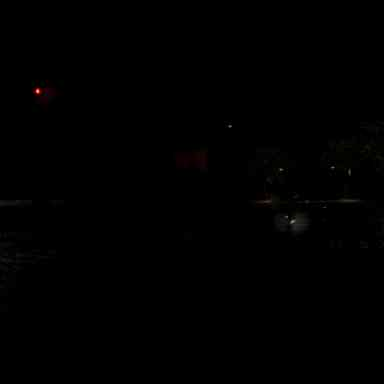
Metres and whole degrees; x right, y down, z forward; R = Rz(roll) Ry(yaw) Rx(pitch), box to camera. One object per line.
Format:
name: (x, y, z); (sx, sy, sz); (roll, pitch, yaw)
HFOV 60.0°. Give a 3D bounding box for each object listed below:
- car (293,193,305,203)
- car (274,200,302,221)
car: (22.372, 1.244, 69.516); (2.150, 2.045, 5.566); (-1, 0, 19)
car: (7.902, 1.698, 27.465); (1.994, 1.385, 4.181); (-1, 0, 19)
